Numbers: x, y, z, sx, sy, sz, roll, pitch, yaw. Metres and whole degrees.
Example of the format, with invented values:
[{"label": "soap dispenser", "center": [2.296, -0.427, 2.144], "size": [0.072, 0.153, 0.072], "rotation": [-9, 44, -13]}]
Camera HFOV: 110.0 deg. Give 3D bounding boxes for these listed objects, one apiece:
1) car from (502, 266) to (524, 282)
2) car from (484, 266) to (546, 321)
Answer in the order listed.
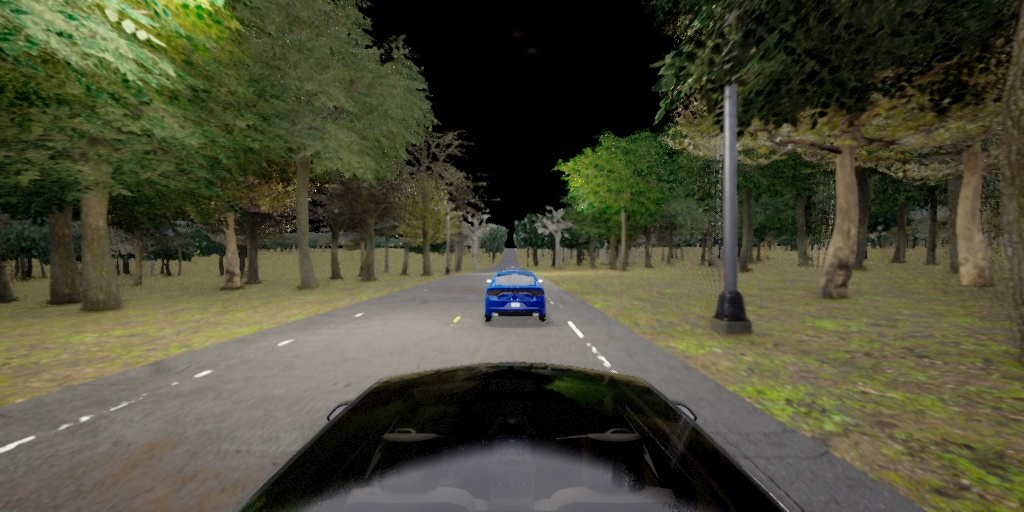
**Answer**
[{"label": "car", "center": [0.100, 1.590, 33.066], "size": [1.895, 1.301, 4.718], "rotation": [0, -1, 0]}, {"label": "car", "center": [0.099, 1.256, 12.685], "size": [1.882, 1.535, 5.008], "rotation": [0, 0, 0]}]
